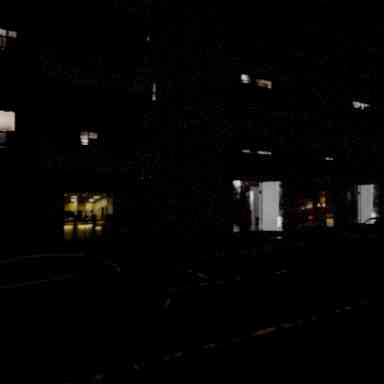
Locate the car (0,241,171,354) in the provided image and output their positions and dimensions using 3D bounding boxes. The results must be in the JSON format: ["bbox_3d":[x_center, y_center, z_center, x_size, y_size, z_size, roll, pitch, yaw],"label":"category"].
[{"bbox_3d":[-2.720,1.571,5.095,4.902,1.511,2.128,0,-1,-30],"label":"car"}]

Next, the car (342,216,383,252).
[{"bbox_3d":[8.459,1.749,14.661,4.206,1.307,1.802,0,-1,-30],"label":"car"}]
